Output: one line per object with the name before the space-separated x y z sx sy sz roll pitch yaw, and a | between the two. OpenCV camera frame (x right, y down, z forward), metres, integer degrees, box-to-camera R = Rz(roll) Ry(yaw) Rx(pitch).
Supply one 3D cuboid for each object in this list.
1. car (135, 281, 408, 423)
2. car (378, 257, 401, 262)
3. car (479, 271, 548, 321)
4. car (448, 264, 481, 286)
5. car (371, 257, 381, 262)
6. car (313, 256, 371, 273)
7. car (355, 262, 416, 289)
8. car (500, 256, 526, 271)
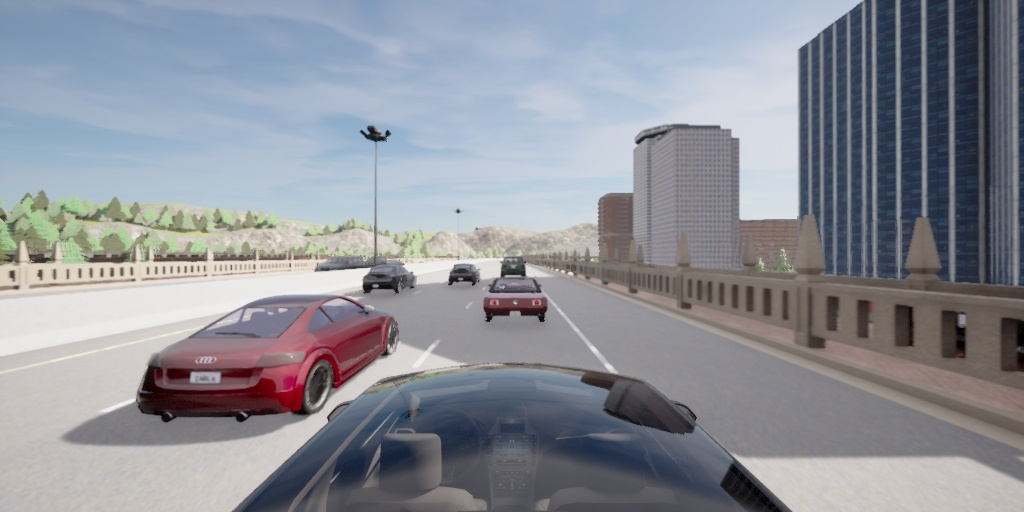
car | -3.394 1.317 5.973 1.994 1.385 4.181 0 0 0
car | -17.502 1.345 52.935 1.882 1.535 5.008 0 0 0
car | 0.101 1.361 12.444 1.895 1.301 4.718 0 0 0
car | -3.397 1.289 26.074 1.837 1.490 4.892 0 0 0
car | -20.992 1.137 55.655 2.150 2.045 5.566 0 0 0
car | -14.078 1.013 29.627 2.150 2.045 5.566 0 0 0
car | -6.898 1.278 20.545 1.837 1.490 4.892 0 0 0
car | 0.105 1.022 31.953 2.150 2.045 5.566 0 0 0
